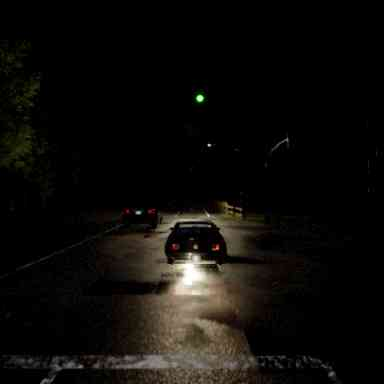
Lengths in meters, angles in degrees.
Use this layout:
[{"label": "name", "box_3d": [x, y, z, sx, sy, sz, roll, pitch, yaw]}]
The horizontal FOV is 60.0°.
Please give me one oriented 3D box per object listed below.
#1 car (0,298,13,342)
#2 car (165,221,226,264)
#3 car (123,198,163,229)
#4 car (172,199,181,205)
[{"label": "car", "box_3d": [-3.399, 1.623, 2.445, 1.895, 1.301, 4.718, 0, -1, 0]}, {"label": "car", "box_3d": [0.117, 1.708, 12.255, 1.895, 1.301, 4.718, 0, 0, 0]}, {"label": "car", "box_3d": [-3.367, 1.426, 23.575, 2.150, 2.045, 5.566, 0, 0, 0]}, {"label": "car", "box_3d": [-3.347, 2.147, 72.077, 2.033, 1.411, 5.357, 0, 0, 0]}]
